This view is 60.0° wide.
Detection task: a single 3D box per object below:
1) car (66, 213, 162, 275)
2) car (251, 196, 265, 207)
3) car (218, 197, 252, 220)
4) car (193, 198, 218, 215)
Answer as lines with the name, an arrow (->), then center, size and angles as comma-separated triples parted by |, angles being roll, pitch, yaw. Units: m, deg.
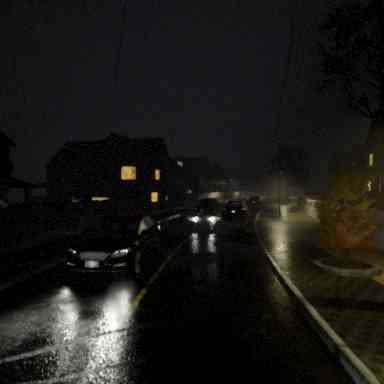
car -> -2.181, 1.467, 10.489 | 2.128, 1.511, 4.902 | 0, 0, 6
car -> 8.163, 1.169, 42.630 | 1.994, 1.385, 4.181 | 0, 1, 18
car -> 3.573, 1.413, 27.029 | 1.994, 1.385, 4.181 | 0, 1, 13
car -> 1.468, 1.307, 30.921 | 1.837, 1.490, 4.892 | 0, 1, 15
